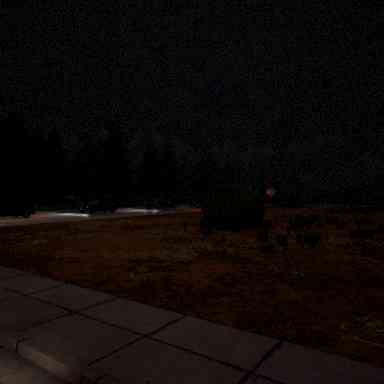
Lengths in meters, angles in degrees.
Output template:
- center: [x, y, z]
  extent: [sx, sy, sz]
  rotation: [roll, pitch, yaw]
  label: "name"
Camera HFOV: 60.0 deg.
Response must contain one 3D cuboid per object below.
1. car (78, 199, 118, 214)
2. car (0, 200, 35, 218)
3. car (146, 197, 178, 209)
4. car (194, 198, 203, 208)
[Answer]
- center: [-10.224, 1.552, 36.606]
  extent: [1.812, 1.442, 4.674]
  rotation: [0, 0, 37]
  label: "car"
- center: [-16.146, 1.504, 28.609]
  extent: [1.882, 1.535, 5.008]
  rotation: [0, 0, 36]
  label: "car"
- center: [-4.010, 1.504, 44.993]
  extent: [1.882, 1.535, 5.008]
  rotation: [0, 0, 37]
  label: "car"
- center: [2.226, 1.532, 47.226]
  extent: [1.837, 1.490, 4.892]
  rotation: [0, 0, 36]
  label: "car"
